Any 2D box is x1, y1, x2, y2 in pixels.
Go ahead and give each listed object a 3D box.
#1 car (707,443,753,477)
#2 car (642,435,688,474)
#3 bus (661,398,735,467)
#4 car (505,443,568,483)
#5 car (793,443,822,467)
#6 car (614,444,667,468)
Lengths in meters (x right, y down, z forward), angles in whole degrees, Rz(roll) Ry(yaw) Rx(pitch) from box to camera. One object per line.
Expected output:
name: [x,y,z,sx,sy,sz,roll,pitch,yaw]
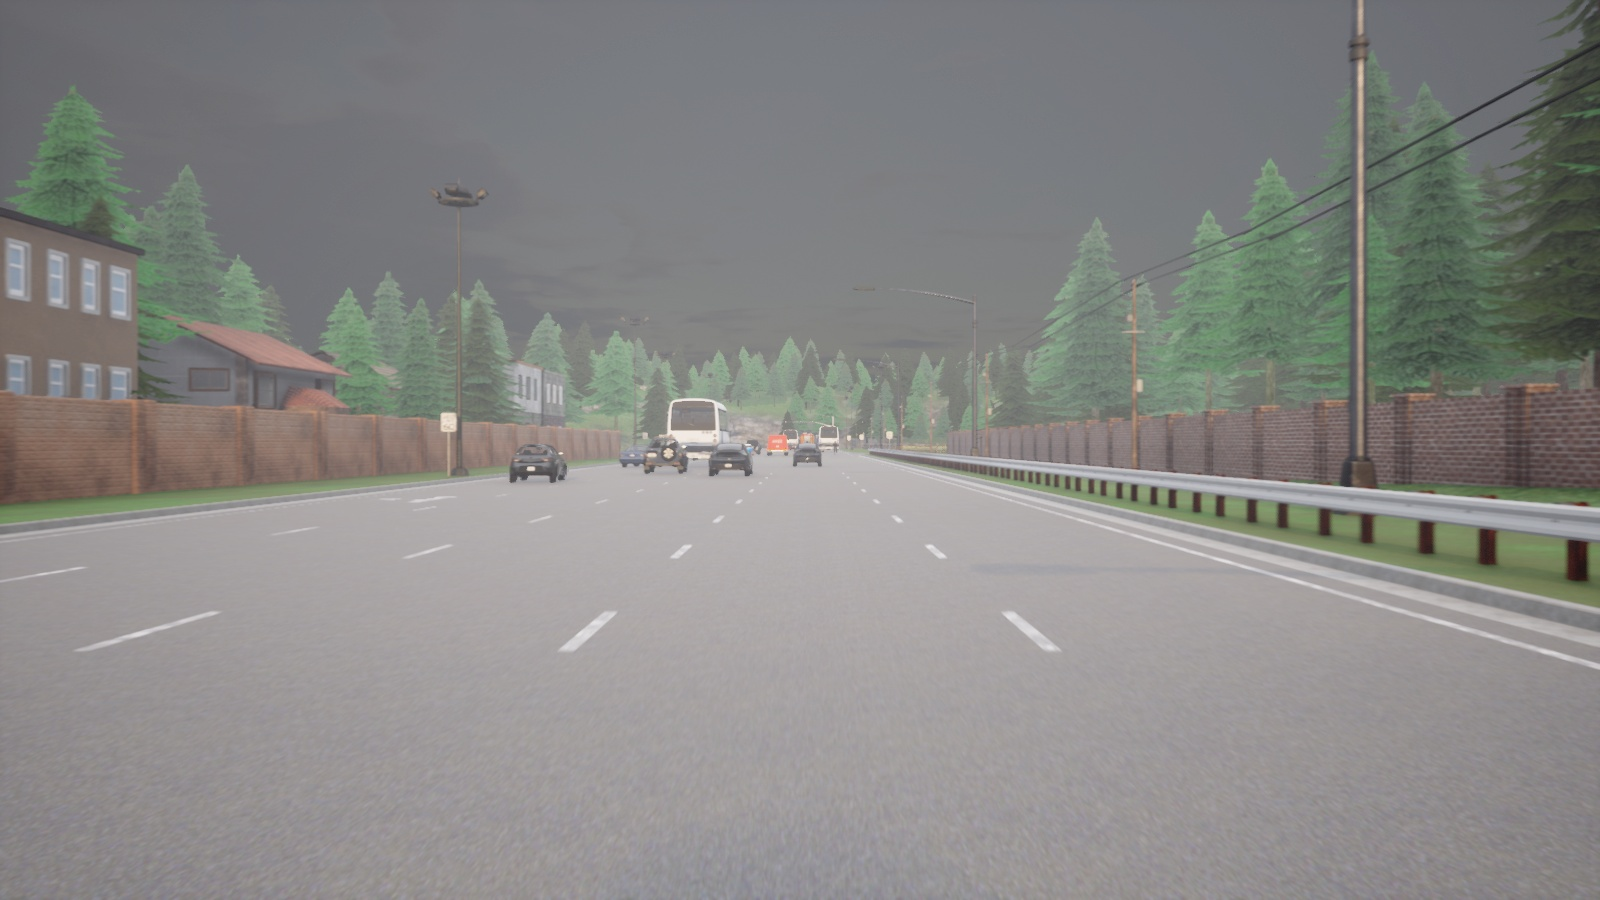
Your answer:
car: [-3.158,0.428,57.628,1.837,1.490,4.892,0,0,0]
car: [-6.616,0.214,61.806,1.932,1.855,4.605,0,0,-2]
bus: [-6.517,-1.093,82.153,3.944,4.253,10.273,0,0,0]
car: [-10.188,0.479,48.874,1.816,1.474,4.193,0,0,-4]
car: [0.472,0.303,80.578,1.837,1.490,4.892,0,0,0]
car: [-9.860,0.351,78.158,2.033,1.411,5.357,0,0,7]
